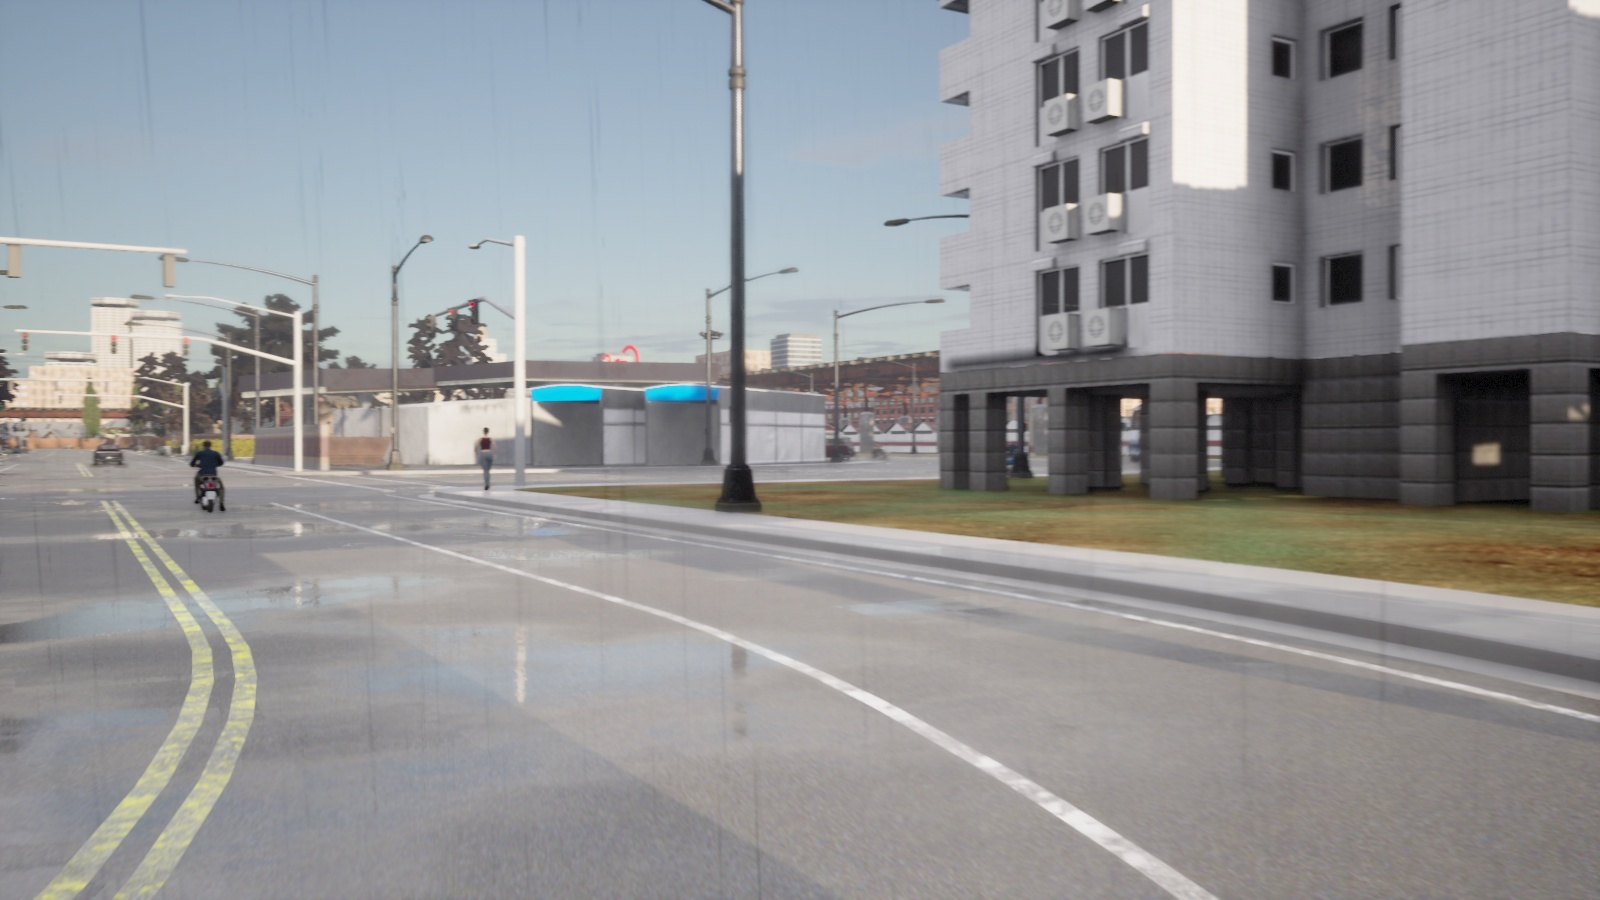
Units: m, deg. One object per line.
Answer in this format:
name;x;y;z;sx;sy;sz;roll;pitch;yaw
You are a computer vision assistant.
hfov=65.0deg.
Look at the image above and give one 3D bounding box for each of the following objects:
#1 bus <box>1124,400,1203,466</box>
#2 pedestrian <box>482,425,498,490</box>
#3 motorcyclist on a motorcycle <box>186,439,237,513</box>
bus;25.427;-1.155;88.436;3.944;4.253;10.273;2;1;9
pedestrian;-8.958;0.210;36.264;0.345;1.836;0.594;0;0;-25
motorcyclist on a motorcycle;-13.066;0.555;27.848;0.866;1.590;1.817;0;0;-30
